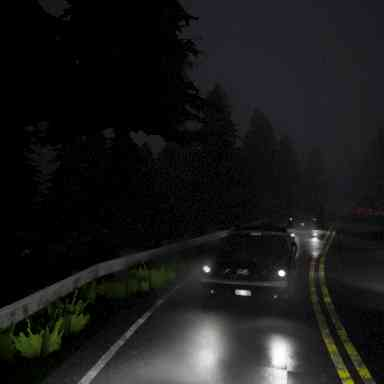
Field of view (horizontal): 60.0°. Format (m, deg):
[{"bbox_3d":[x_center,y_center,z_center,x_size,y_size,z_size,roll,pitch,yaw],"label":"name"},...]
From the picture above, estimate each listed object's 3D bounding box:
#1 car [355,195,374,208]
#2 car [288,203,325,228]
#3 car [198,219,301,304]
[{"bbox_3d":[20.867,1.058,40.149,2.128,1.511,4.902,-2,0,28],"label":"car"},{"bbox_3d":[7.510,1.446,21.484,2.033,1.411,5.357,-2,0,26],"label":"car"},{"bbox_3d":[1.657,1.599,8.437,1.895,1.301,4.718,-1,0,18],"label":"car"}]
